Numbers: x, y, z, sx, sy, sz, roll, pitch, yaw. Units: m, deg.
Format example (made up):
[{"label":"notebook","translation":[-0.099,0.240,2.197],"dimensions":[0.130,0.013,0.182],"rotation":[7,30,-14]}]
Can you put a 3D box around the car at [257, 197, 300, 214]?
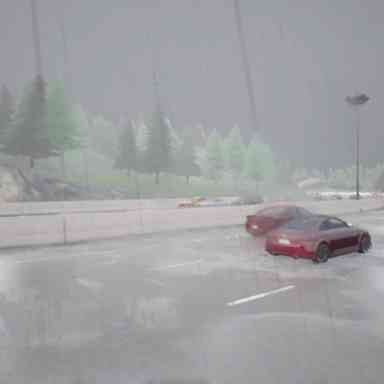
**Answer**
[{"label":"car","translation":[8.930,1.308,34.047],"dimensions":[5.008,1.535,1.882],"rotation":[0,0,-43]}]

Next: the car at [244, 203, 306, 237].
[{"label":"car","translation":[4.728,1.395,16.263],"dimensions":[5.008,1.535,1.882],"rotation":[0,0,-39]}]

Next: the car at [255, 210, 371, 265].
[{"label":"car","translation":[4.454,1.500,11.596],"dimensions":[4.181,1.385,1.994],"rotation":[-1,0,-38]}]

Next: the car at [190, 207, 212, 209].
[{"label":"car","translation":[2.361,1.378,37.491],"dimensions":[4.674,1.442,1.812],"rotation":[0,0,-42]}]
